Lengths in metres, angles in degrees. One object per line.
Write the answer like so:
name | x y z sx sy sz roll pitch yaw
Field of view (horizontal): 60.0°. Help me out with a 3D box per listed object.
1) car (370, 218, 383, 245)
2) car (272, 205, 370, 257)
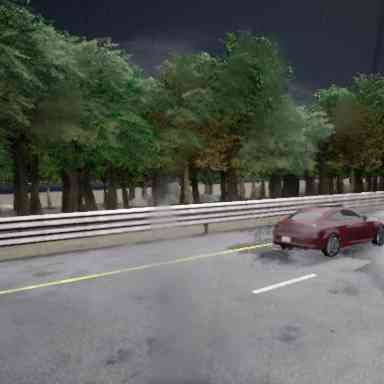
car | 6.664 1.176 8.374 4.674 1.442 1.812 -2 1 -35
car | 4.697 1.171 11.269 4.674 1.442 1.812 -2 1 -35
